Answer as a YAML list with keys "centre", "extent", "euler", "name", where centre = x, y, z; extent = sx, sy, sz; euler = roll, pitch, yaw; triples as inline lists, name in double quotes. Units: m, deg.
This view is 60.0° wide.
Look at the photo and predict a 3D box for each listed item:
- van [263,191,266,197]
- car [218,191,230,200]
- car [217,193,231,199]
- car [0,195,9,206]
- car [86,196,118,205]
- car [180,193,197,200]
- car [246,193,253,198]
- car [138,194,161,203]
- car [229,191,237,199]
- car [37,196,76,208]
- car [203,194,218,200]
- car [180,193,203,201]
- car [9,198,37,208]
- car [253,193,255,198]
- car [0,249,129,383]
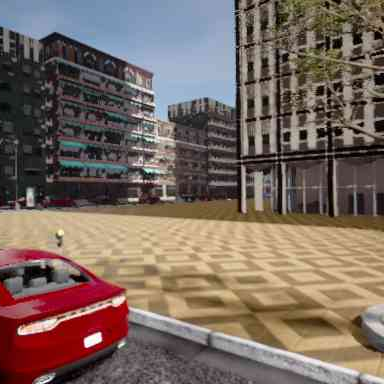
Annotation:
- centre: [18.976, 0.681, 91.127]
  extent: [1.690, 1.788, 3.998]
  euler: [-1, 0, 36]
  name: "van"
- centre: [6.011, 1.073, 73.219]
  extent: [1.802, 1.307, 4.206]
  euler: [-1, 0, 36]
  name: "car"
- centre: [8.951, 1.072, 91.566]
  extent: [1.947, 1.339, 4.313]
  euler: [-1, 0, 36]
  name: "car"
- centre: [-26.715, 1.259, 42.321]
  extent: [2.192, 1.841, 5.009]
  euler: [-1, 0, 36]
  name: "car"
- centre: [-14.609, 1.322, 54.599]
  extent: [2.033, 1.411, 5.357]
  euler: [-1, 0, 36]
  name: "car"
- centre: [-0.777, 1.060, 78.135]
  extent: [1.967, 1.590, 4.097]
  euler: [-1, 0, 36]
  name: "car"
- centre: [12.494, 0.965, 82.173]
  extent: [2.008, 1.369, 4.403]
  euler: [-1, 0, 36]
  name: "car"
- centre: [-6.959, 1.088, 55.312]
  extent: [1.967, 1.590, 4.097]
  euler: [-1, 0, 36]
  name: "car"
- centre: [9.250, 0.767, 77.696]
  extent: [2.192, 1.841, 5.009]
  euler: [-1, 0, 36]
  name: "car"
- centre: [-16.685, 1.212, 41.882]
  extent: [1.967, 1.590, 4.097]
  euler: [-1, 0, 36]
  name: "car"
- centre: [2.768, 1.074, 68.743]
  extent: [1.887, 1.381, 4.507]
  euler: [-1, 0, 36]
  name: "car"
- centre: [-0.474, 1.119, 64.266]
  extent: [2.008, 1.369, 4.403]
  euler: [-1, 0, 36]
  name: "car"
- centre: [-23.470, 1.446, 46.799]
  extent: [1.887, 1.381, 4.507]
  euler: [-1, 0, 36]
  name: "car"
- centre: [15.737, 0.959, 86.650]
  extent: [1.802, 1.307, 4.206]
  euler: [-1, 0, 36]
  name: "car"
- centre: [-2.943, 1.549, 5.089]
  extent: [4.507, 1.381, 1.887]
  euler: [0, -1, 36]
  name: "car"
